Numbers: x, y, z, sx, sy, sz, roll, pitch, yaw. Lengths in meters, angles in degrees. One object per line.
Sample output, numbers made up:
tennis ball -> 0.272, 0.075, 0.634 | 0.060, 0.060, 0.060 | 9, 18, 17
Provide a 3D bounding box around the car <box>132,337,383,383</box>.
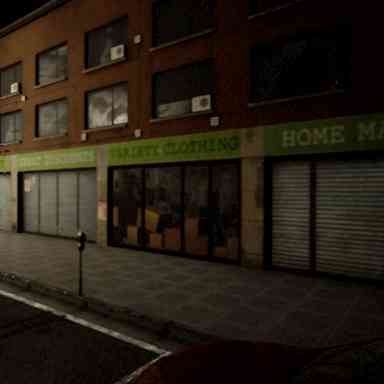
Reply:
car -> 1.376, 1.583, 1.830 | 4.206, 1.307, 1.802 | 1, 0, 35
